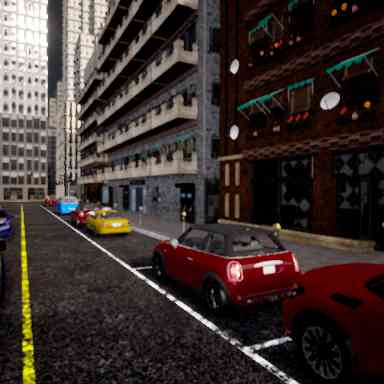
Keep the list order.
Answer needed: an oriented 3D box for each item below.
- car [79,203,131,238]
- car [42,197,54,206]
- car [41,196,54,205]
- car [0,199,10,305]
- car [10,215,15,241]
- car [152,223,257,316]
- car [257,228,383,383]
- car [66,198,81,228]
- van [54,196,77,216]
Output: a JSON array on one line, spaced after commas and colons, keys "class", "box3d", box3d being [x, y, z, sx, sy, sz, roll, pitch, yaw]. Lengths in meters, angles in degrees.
[{"class": "car", "box3d": [-4.627, 1.514, 17.804, 1.752, 1.417, 4.829, -1, 0, -27]}, {"class": "car", "box3d": [-22.292, 1.504, 52.207, 1.887, 1.381, 4.507, -1, 0, -27]}, {"class": "car", "box3d": [-24.904, 1.480, 57.295, 1.752, 1.417, 4.829, -1, 0, -27]}, {"class": "car", "box3d": [-4.045, 1.218, 4.847, 2.150, 2.045, 5.566, 0, 0, -27]}, {"class": "car", "box3d": [-9.699, 1.514, 16.067, 1.812, 1.442, 4.674, 0, 0, -27]}, {"class": "car", "box3d": [0.519, 1.436, 7.779, 1.967, 1.590, 4.097, -1, 0, -27]}, {"class": "car", "box3d": [3.052, 1.314, 2.842, 2.192, 1.841, 5.009, -1, 0, -27]}, {"class": "car", "box3d": [-7.085, 1.426, 22.588, 1.967, 1.590, 4.097, -1, 0, -27]}, {"class": "van", "box3d": [-12.155, 1.319, 32.461, 1.690, 1.788, 3.998, -1, 0, -27]}]
